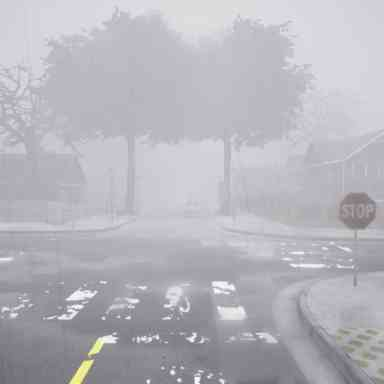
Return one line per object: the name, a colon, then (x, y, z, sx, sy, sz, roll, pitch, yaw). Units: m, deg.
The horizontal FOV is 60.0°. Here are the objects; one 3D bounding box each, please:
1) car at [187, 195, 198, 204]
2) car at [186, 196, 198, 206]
car: (0.037, 1.515, 66.822, 2.097, 1.767, 4.553, 0, 0, 0)
car: (0.032, 1.689, 56.802, 1.994, 1.385, 4.181, 0, 0, 0)
